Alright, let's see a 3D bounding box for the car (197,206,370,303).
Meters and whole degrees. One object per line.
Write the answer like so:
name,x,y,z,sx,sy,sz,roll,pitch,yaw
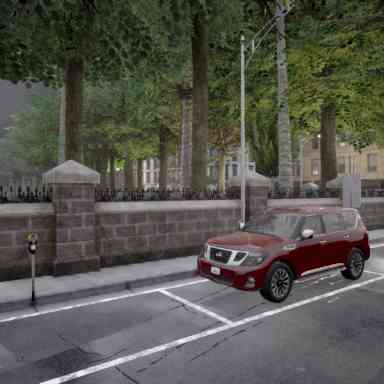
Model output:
car,2.523,1.314,8.391,5.009,1.841,2.192,0,0,-36
